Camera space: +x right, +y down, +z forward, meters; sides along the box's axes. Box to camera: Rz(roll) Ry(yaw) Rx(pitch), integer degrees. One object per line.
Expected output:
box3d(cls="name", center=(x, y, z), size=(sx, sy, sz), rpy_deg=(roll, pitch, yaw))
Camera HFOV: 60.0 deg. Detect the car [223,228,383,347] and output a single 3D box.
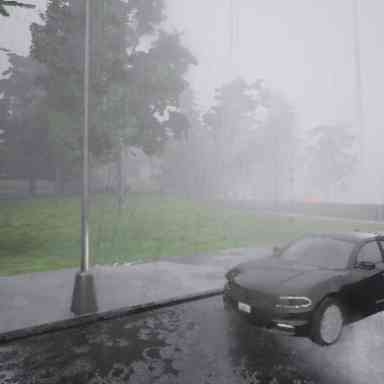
box3d(cls="car", center=(2.855, 1.536, 6.596), size=(5.008, 1.535, 1.882), rpy_deg=(1, 0, -35))
